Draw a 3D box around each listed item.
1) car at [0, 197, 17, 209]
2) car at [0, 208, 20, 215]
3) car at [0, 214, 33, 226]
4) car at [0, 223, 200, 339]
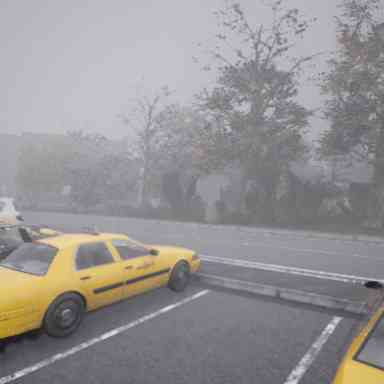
[{"bbox_3d":[-8.770,1.207,11.380,2.435,2.045,5.566,0,0,36],"label":"car"},{"bbox_3d":[-6.603,1.459,9.638,1.946,1.575,5.366,0,0,36],"label":"car"},{"bbox_3d":[-4.240,1.467,8.170,2.231,1.521,4.892,0,0,36],"label":"car"},{"bbox_3d":[-1.870,1.467,6.712,1.946,1.575,5.366,0,0,36],"label":"car"}]
